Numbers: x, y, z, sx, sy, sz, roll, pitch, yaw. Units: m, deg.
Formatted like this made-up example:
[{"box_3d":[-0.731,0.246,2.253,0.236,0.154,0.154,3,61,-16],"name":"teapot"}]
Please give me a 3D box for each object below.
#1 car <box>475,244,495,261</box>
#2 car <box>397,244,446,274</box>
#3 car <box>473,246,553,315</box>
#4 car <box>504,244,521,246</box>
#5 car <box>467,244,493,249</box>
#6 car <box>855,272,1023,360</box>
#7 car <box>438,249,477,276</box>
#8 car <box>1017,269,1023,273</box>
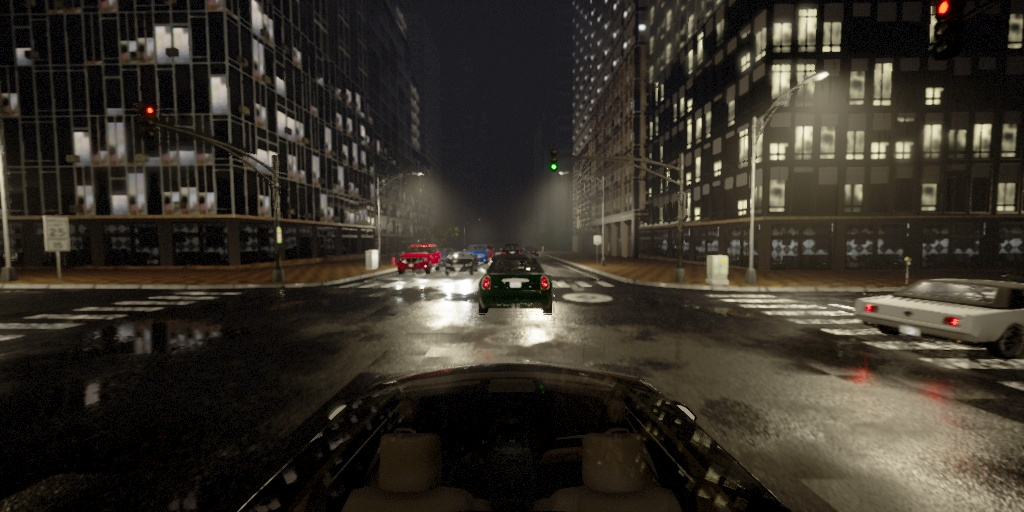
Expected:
[{"box_3d":[-3.333,-0.478,45.603,2.150,2.045,5.566,0,2,0],"name":"car"},{"box_3d":[-6.647,0.169,26.277,2.150,2.045,5.566,0,2,0],"name":"car"},{"box_3d":[0.090,0.693,11.706,2.097,1.767,4.553,0,3,0],"name":"car"},{"box_3d":[0.038,-0.147,34.672,2.150,2.045,5.566,0,2,0],"name":"car"},{"box_3d":[-3.388,-0.131,34.908,2.150,2.045,5.566,0,2,0],"name":"car"},{"box_3d":[9.988,1.162,7.483,4.718,1.301,1.895,0,3,-12],"name":"car"},{"box_3d":[-3.389,0.466,24.758,2.128,1.511,4.902,0,2,0],"name":"car"},{"box_3d":[16.328,0.941,10.364,4.892,1.490,1.837,0,3,1],"name":"car"}]
